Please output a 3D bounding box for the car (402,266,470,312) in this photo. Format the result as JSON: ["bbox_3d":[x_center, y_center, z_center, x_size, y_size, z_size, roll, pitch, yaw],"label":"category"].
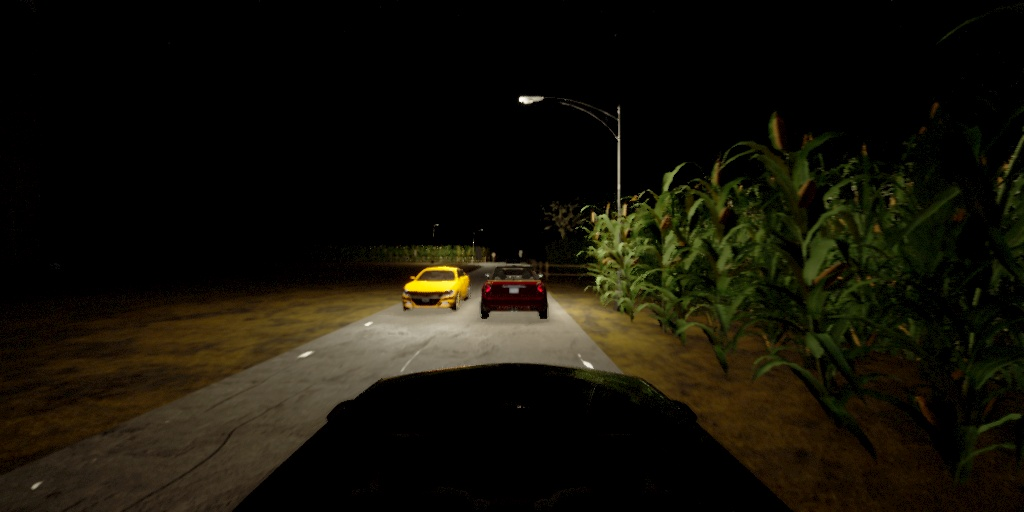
[{"bbox_3d":[-2.803,1.170,14.176,1.882,1.535,5.008,0,0,0],"label":"car"}]

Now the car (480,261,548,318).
[{"bbox_3d":[0.079,1.049,12.851,2.097,1.767,4.553,0,0,0],"label":"car"}]
